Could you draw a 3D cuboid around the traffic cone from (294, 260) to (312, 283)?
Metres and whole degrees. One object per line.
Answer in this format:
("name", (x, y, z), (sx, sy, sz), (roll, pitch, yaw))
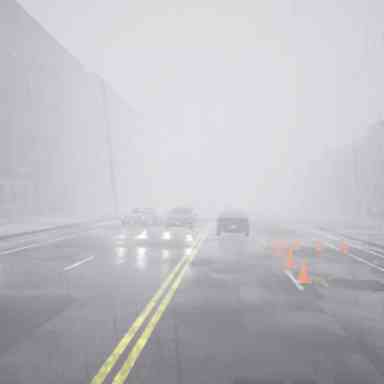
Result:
("traffic cone", (3.059, 2.144, 9.078), (0.340, 0.580, 0.340), (2, -1, 6))

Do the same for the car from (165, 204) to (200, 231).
("car", (-0.659, 1.801, 23.398), (1.837, 1.490, 4.892), (2, -1, 6))

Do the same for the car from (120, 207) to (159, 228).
("car", (-3.800, 1.823, 24.632), (1.895, 1.301, 4.718), (2, -1, 6))

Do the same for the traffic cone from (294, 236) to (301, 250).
("traffic cone", (4.683, 2.274, 14.939), (0.340, 0.580, 0.340), (2, -1, 6))

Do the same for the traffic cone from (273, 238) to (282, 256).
("traffic cone", (3.479, 2.211, 13.056), (0.340, 0.580, 0.340), (2, -1, 6))

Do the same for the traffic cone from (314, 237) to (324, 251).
("traffic cone", (5.677, 2.303, 14.834), (0.340, 0.580, 0.340), (2, -1, 6))

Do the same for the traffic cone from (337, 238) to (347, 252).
("traffic cone", (6.671, 2.332, 14.728), (0.340, 0.580, 0.340), (2, -1, 6))

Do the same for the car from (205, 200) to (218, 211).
("car", (3.788, 2.592, 64.677), (2.150, 2.045, 5.566), (2, -2, 6))

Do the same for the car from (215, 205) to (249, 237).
("car", (2.540, 1.828, 20.867), (1.882, 1.535, 5.008), (2, -1, 6))

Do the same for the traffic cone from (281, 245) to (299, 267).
("traffic cone", (3.269, 2.176, 11.068), (0.340, 0.580, 0.340), (2, -1, 6))

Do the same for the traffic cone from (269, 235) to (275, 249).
("traffic cone", (3.689, 2.245, 15.045), (0.340, 0.580, 0.340), (2, -1, 6))

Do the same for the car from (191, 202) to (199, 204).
("car", (0.550, 2.754, 65.046), (1.882, 1.535, 5.008), (2, -2, 6))

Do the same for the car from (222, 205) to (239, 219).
("car", (4.443, 2.305, 38.950), (1.812, 1.442, 4.674), (2, -1, 6))
